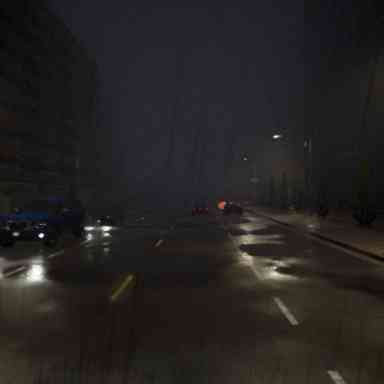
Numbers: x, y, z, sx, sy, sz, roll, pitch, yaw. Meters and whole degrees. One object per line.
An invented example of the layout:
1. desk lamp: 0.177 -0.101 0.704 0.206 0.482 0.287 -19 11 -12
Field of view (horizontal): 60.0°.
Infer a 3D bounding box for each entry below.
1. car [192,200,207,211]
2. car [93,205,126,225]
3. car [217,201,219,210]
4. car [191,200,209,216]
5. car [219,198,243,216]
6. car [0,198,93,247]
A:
1. car: 1.122 1.854 47.234 2.033 1.411 5.357 0 0 2
2. car: -6.558 1.716 26.301 2.033 1.411 5.357 0 0 2
3. car: 4.635 1.661 47.559 2.097 1.767 4.553 0 0 2
4. car: 0.902 1.780 35.917 2.033 1.411 5.357 0 0 2
5. car: 4.412 1.727 36.250 2.128 1.511 4.902 0 0 2
6. car: -6.844 1.321 15.843 2.150 2.045 5.566 0 0 2
